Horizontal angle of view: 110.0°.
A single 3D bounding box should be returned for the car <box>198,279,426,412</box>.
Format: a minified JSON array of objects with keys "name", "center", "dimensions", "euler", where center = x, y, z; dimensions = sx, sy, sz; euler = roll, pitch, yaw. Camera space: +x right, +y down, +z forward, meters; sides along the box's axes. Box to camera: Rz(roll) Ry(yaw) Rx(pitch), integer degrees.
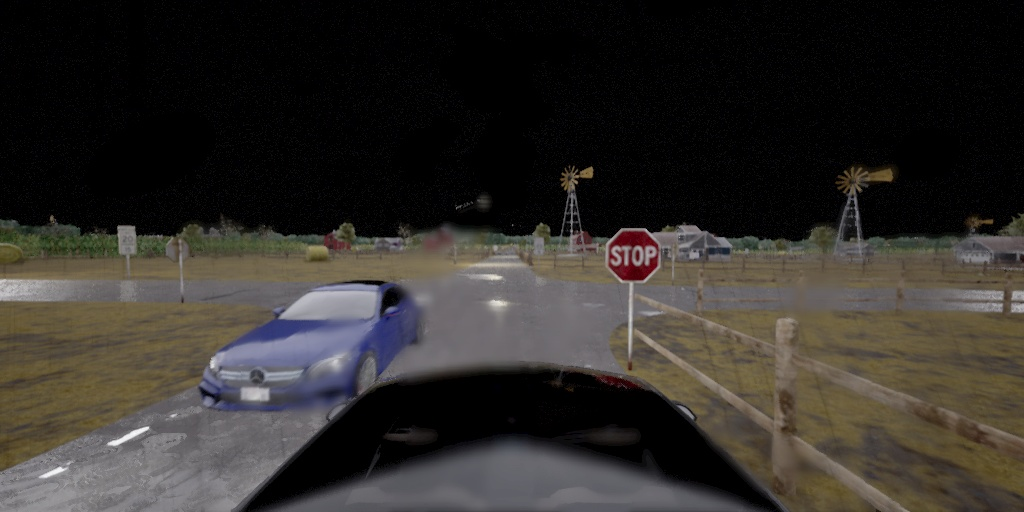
[{"name":"car","center":[-2.764,1.180,6.176],"dimensions":[1.812,1.442,4.674],"euler":[0,1,0]}]
